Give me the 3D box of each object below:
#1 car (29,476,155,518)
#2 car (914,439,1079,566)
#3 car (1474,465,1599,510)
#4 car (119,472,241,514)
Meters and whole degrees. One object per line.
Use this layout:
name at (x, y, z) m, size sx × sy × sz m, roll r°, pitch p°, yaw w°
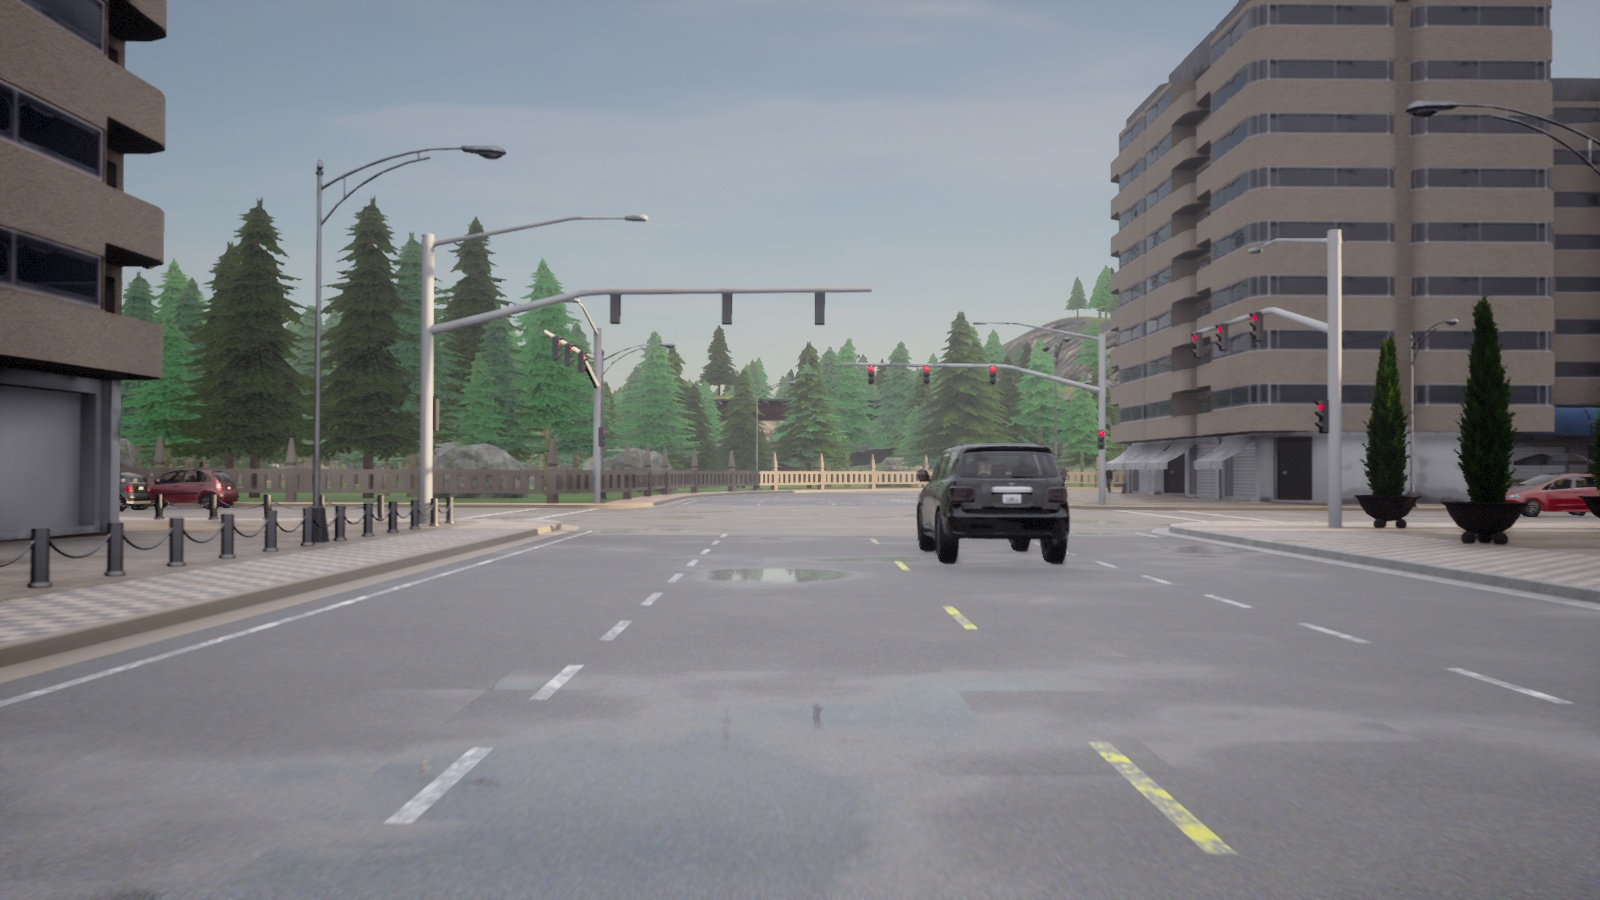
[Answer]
car at (-26.445, 1.740, 46.989) m, size 3.705 × 1.549 × 1.789 m, roll 0°, pitch -1°, yaw 0°
car at (3.443, 0.906, 23.163) m, size 2.150 × 2.045 × 5.566 m, roll 0°, pitch -1°, yaw 0°
car at (28.378, 1.393, 47.428) m, size 4.611 × 1.667 × 2.242 m, roll 0°, pitch -1°, yaw 0°
car at (-24.879, 1.712, 50.503) m, size 3.988 × 1.617 × 1.851 m, roll 0°, pitch -1°, yaw 0°
